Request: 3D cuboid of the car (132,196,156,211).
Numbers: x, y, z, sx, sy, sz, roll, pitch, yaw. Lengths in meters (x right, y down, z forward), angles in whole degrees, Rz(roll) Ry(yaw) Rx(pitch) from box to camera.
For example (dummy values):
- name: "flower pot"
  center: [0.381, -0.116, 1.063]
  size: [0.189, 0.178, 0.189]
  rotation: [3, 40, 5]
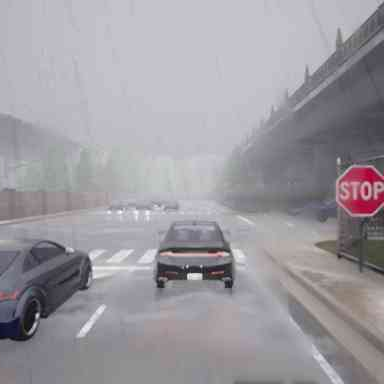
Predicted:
- name: "car"
  center: [-6.466, 1.729, 45.722]
  size: [1.837, 1.490, 4.892]
  rotation: [0, 0, 1]

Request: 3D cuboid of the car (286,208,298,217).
- name: "car"
  center: [11.544, 1.698, 30.664]
  size: [5.357, 1.411, 2.033]
  rotation: [0, 0, 0]

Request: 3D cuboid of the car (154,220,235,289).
- name: "car"
  center: [0.066, 1.539, 9.288]
  size: [2.128, 1.511, 4.902]
  rotation: [0, 0, 0]

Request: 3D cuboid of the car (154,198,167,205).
- name: "car"
  center: [-6.113, 1.885, 65.548]
  size: [1.994, 1.385, 4.181]
  rotation: [0, 0, 2]

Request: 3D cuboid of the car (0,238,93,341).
- name: "car"
  center: [-3.412, 1.597, 6.549]
  size: [1.994, 1.385, 4.181]
  rotation: [0, 0, 0]

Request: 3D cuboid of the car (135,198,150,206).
- name: "car"
  center: [-9.627, 1.866, 65.006]
  size: [2.033, 1.411, 5.357]
  rotation: [0, 0, 1]

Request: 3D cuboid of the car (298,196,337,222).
- name: "car"
  center: [12.018, 1.356, 27.165]
  size: [5.566, 2.045, 2.150]
  rotation: [0, 0, 0]

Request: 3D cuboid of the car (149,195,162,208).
- name: "car"
  center: [-6.314, 1.494, 55.576]
  size: [2.150, 2.045, 5.566]
  rotation: [0, 0, 1]

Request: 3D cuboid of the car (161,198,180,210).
- name: "car"
  center: [-2.768, 1.793, 46.726]
  size: [1.994, 1.385, 4.181]
  rotation: [0, 0, 1]

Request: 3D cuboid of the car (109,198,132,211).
- name: "car"
  center: [-9.971, 1.728, 45.403]
  size: [1.837, 1.490, 4.892]
  rotation: [0, 0, 1]
